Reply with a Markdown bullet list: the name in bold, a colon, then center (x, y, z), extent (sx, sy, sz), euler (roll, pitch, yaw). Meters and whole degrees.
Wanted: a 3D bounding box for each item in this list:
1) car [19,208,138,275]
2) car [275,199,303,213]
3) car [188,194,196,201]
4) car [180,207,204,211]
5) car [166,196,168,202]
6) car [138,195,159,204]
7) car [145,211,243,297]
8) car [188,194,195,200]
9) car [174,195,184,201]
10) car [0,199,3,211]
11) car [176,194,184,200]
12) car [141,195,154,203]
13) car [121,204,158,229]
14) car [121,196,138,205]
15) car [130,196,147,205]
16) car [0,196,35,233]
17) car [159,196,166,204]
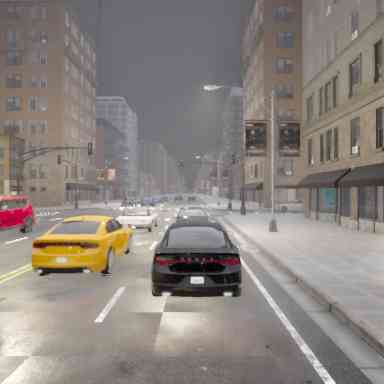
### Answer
- **car**: center (-3.154, 1.478, 10.479), extent (1.882, 1.535, 5.008), euler (0, 0, 0)
- **car**: center (11.711, 1.562, 37.436), extent (4.674, 1.442, 1.812), euler (0, 0, 0)
- **car**: center (-0.020, 1.460, 80.791), extent (1.882, 1.535, 5.008), euler (0, 0, 0)
- **car**: center (-0.004, 1.547, 18.442), extent (2.033, 1.411, 5.357), euler (0, 0, 0)
- **car**: center (-6.519, 1.524, 75.822), extent (2.033, 1.411, 5.357), euler (0, 0, 0)
- **car**: center (-6.597, 1.521, 50.563), extent (1.812, 1.442, 4.674), euler (0, 0, 0)
- **car**: center (0.098, 1.478, 8.623), extent (1.882, 1.535, 5.008), euler (0, 0, 0)
- **car**: center (-0.023, 1.328, 91.211), extent (1.882, 1.535, 5.008), euler (0, 0, 0)
- **car**: center (-3.270, 1.482, 80.790), extent (1.837, 1.490, 4.892), euler (0, 0, 0)
- **car**: center (-25.385, 1.578, 39.806), extent (4.313, 1.339, 1.947), euler (0, 0, 0)
- **car**: center (-3.273, 1.391, 91.210), extent (2.033, 1.411, 5.357), euler (0, 0, 0)
- **car**: center (-9.768, 1.513, 72.838), extent (2.128, 1.511, 4.902), euler (0, 0, 0)
- **car**: center (-3.155, 1.601, 20.003), extent (1.895, 1.301, 4.718), euler (0, 0, 0)
- **car**: center (-9.857, 1.500, 52.230), extent (1.837, 1.490, 4.892), euler (0, 0, 0)
- **car**: center (-9.822, 1.482, 61.414), extent (2.128, 1.511, 4.902), euler (0, 0, 1)
- **car**: center (-9.856, 1.223, 16.411), extent (2.150, 2.045, 5.566), euler (0, 0, 0)
- **car**: center (-6.565, 1.516, 63.824), extent (1.812, 1.442, 4.674), euler (0, 0, 1)
